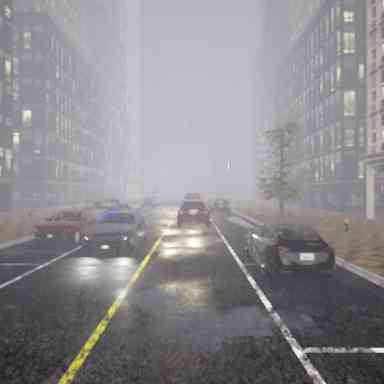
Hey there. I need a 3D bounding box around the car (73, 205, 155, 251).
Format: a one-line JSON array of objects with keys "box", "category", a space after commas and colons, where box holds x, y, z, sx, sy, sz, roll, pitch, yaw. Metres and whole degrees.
[{"box": [-3.003, 1.518, 14.178, 2.033, 1.411, 5.357, 0, 0, 0], "category": "car"}]

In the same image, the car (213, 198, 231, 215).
[{"box": [2.692, 1.370, 32.623, 1.967, 1.590, 4.097, 0, 0, 0], "category": "car"}]

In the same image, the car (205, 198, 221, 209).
[{"box": [2.689, 1.484, 44.008, 1.802, 1.307, 4.206, 0, 0, 0], "category": "car"}]

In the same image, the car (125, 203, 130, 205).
[{"box": [-5.689, 1.525, 26.945, 1.802, 1.307, 4.206, 0, 0, 0], "category": "car"}]

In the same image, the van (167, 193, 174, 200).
[{"box": [-5.695, 1.123, 89.558, 1.690, 1.788, 3.998, 0, 0, 0], "category": "van"}]

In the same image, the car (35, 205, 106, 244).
[{"box": [-5.688, 1.513, 15.560, 1.887, 1.381, 4.507, 0, 0, 0], "category": "car"}]

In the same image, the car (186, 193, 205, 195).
[{"box": [0.097, 1.129, 41.403, 2.150, 2.045, 5.566, 0, 0, 0], "category": "car"}]

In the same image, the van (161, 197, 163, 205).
[{"box": [-5.690, 1.229, 49.713, 1.690, 1.788, 3.998, 0, 0, 0], "category": "van"}]

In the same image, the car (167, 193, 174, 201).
[{"box": [-5.694, 1.339, 78.003, 1.752, 1.417, 4.829, 0, 0, 0], "category": "car"}]

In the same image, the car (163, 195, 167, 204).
[{"box": [-5.692, 1.439, 55.406, 1.947, 1.339, 4.313, 0, 0, 0], "category": "car"}]

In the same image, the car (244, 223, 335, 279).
[{"box": [2.693, 1.546, 9.856, 1.947, 1.339, 4.313, 0, 0, 0], "category": "car"}]

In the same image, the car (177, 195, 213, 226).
[{"box": [0.098, 1.305, 22.819, 2.097, 1.767, 4.553, 0, 0, 0], "category": "car"}]

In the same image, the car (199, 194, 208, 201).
[{"box": [2.687, 1.254, 78.158, 1.967, 1.590, 4.097, 0, 0, 0], "category": "car"}]

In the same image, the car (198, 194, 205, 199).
[{"box": [2.684, 1.317, 95.235, 2.008, 1.369, 4.403, 0, 0, 0], "category": "car"}]

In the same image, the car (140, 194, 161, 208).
[{"box": [-5.691, 1.342, 44.020, 1.967, 1.590, 4.097, 0, 0, 0], "category": "car"}]

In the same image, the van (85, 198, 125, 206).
[{"box": [-5.688, 1.297, 21.252, 1.690, 1.788, 3.998, 0, 0, 0], "category": "van"}]
